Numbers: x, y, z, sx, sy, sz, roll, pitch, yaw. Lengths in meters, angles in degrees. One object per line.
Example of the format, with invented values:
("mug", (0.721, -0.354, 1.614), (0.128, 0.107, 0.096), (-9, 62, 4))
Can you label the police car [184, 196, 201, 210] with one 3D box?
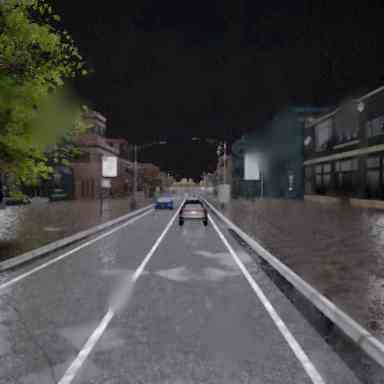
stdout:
("police car", (0.090, 1.279, 41.792), (2.038, 1.542, 4.974), (0, 1, 0))

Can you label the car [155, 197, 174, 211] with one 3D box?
("car", (-3.098, 1.295, 37.773), (1.882, 1.535, 5.008), (0, 1, 0))

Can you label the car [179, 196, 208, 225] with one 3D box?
("car", (0.094, 1.368, 23.783), (2.033, 1.649, 4.856), (0, 0, 0))
